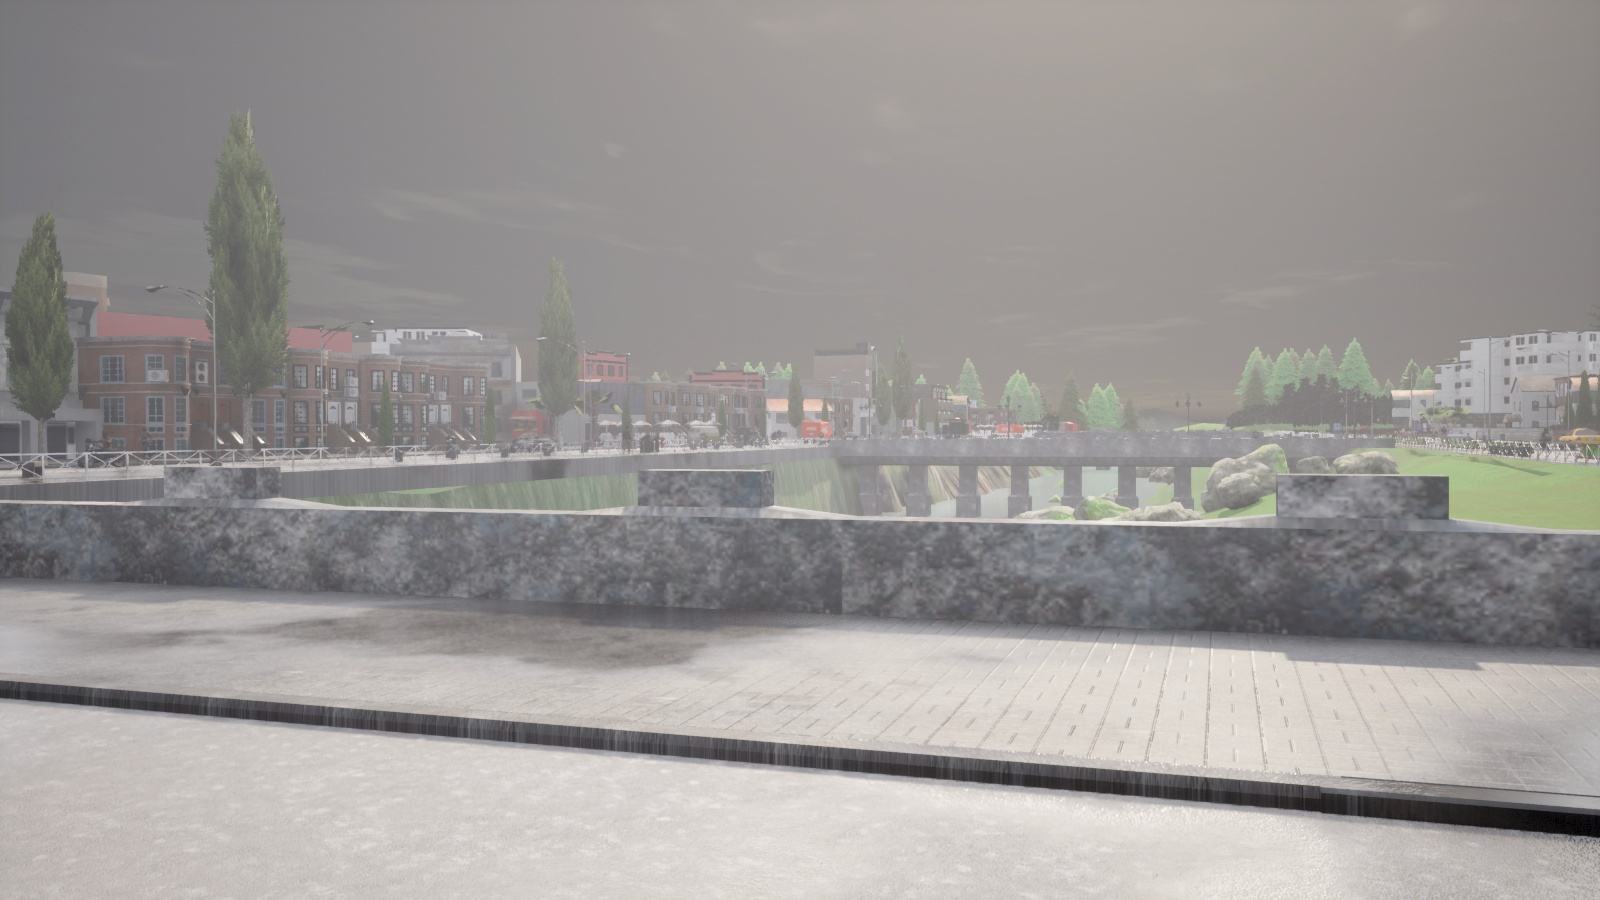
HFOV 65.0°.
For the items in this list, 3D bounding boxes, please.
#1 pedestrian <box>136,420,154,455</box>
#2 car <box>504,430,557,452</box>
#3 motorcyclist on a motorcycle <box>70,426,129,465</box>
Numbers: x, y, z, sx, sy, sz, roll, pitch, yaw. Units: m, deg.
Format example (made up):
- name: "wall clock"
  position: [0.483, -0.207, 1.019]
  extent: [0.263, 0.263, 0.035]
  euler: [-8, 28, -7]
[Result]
- name: "pedestrian"
  position: [-34.172, -0.641, 65.500]
  extent: [0.328, 1.805, 0.869]
  euler: [0, 1, 13]
- name: "car"
  position: [-19.213, -0.666, 89.549]
  extent: [1.816, 1.474, 4.193]
  euler: [1, 1, 19]
- name: "motorcyclist on a motorcycle"
  position: [-30.758, -0.222, 55.179]
  extent: [0.766, 1.649, 2.350]
  euler: [1, 1, 19]
